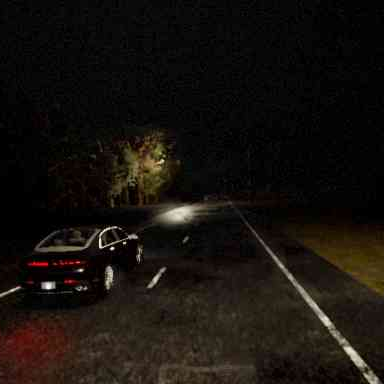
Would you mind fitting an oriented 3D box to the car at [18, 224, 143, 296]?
[{"bbox_3d":[-2.725,1.659,9.191,1.837,1.490,4.892,-2,0,5],"label":"car"}]

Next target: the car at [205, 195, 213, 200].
[{"bbox_3d":[4.901,1.513,94.932,1.812,1.442,4.674,-2,0,5],"label":"car"}]

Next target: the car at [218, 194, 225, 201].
[{"bbox_3d":[7.500,1.517,84.620,1.994,1.385,4.181,-2,0,5],"label":"car"}]

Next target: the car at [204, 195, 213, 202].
[{"bbox_3d":[4.017,1.642,84.930,2.128,1.511,4.902,-2,0,5],"label":"car"}]

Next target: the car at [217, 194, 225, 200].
[{"bbox_3d":[8.383,1.363,94.621,2.128,1.511,4.902,-2,0,5],"label":"car"}]
